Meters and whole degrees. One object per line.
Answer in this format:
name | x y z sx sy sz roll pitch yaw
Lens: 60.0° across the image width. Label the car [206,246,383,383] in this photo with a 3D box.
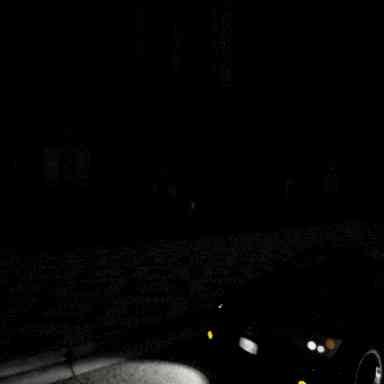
car | 2.257 1.566 4.952 4.181 1.385 1.994 0 0 -36
